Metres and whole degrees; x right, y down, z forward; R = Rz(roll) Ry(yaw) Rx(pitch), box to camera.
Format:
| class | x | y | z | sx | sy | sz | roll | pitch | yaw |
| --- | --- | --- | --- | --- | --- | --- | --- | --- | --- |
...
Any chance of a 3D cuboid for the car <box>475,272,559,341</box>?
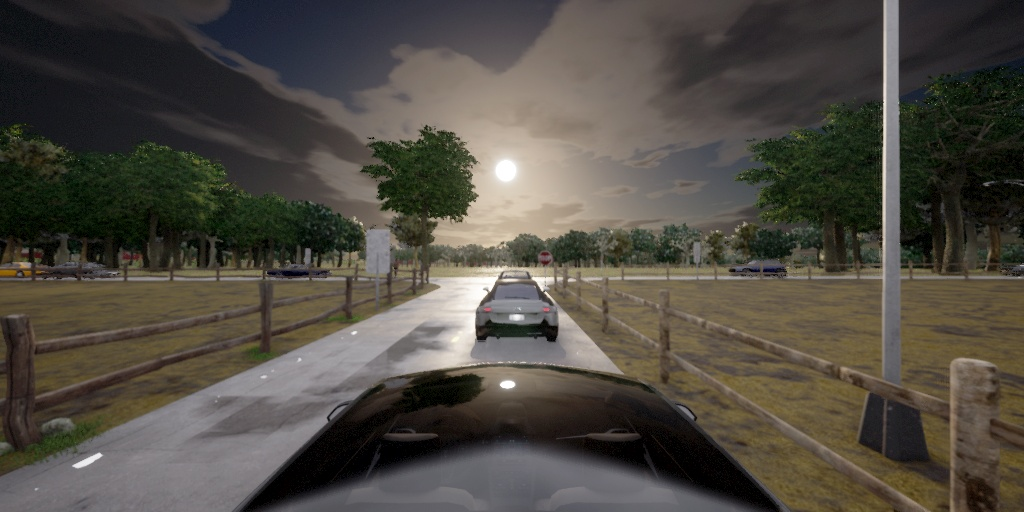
| class | x | y | z | sx | sy | sz | roll | pitch | yaw |
| --- | --- | --- | --- | --- | --- | --- | --- | --- | --- |
| car | 0.116 | 1.321 | 9.877 | 1.994 | 1.385 | 4.181 | 0 | 0 | 0 |

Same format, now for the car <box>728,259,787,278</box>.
| class | x | y | z | sx | sy | sz | roll | pitch | yaw |
| --- | --- | --- | --- | --- | --- | --- | --- | --- | --- |
| car | 22.983 | 1.106 | 33.806 | 4.553 | 1.767 | 2.097 | 0 | -2 | 3 |

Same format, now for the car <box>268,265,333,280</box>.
| class | x | y | z | sx | sy | sz | roll | pitch | yaw |
| --- | --- | --- | --- | --- | --- | --- | --- | --- | --- |
| car | -18.258 | 1.413 | 31.171 | 4.718 | 1.301 | 1.895 | 0 | -2 | 0 |

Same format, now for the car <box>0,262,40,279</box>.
| class | x | y | z | sx | sy | sz | roll | pitch | yaw |
| --- | --- | --- | --- | --- | --- | --- | --- | --- | --- |
| car | -46.976 | 1.358 | 34.142 | 5.008 | 1.535 | 1.882 | 0 | -2 | 1 |

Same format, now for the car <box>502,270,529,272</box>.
| class | x | y | z | sx | sy | sz | roll | pitch | yaw |
| --- | --- | --- | --- | --- | --- | --- | --- | --- | --- |
| car | 0.184 | 1.387 | 18.948 | 1.895 | 1.301 | 4.718 | 0 | 0 | 2 |

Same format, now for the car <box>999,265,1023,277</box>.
| class | x | y | z | sx | sy | sz | roll | pitch | yaw |
| --- | --- | --- | --- | --- | --- | --- | --- | --- | --- |
| car | 45.221 | 1.082 | 30.550 | 4.892 | 1.490 | 1.837 | 0 | -2 | 15 |

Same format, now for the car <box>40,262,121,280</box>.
| class | x | y | z | sx | sy | sz | roll | pitch | yaw |
| --- | --- | --- | --- | --- | --- | --- | --- | --- | --- |
| car | -37.079 | 1.296 | 31.231 | 4.902 | 1.511 | 2.128 | 0 | -2 | 0 |

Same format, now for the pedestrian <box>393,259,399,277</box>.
| class | x | y | z | sx | sy | sz | roll | pitch | yaw |
| --- | --- | --- | --- | --- | --- | --- | --- | --- | --- |
| pedestrian | -12.028 | 1.240 | 37.138 | 0.375 | 1.860 | 0.375 | 0 | -2 | 0 |
